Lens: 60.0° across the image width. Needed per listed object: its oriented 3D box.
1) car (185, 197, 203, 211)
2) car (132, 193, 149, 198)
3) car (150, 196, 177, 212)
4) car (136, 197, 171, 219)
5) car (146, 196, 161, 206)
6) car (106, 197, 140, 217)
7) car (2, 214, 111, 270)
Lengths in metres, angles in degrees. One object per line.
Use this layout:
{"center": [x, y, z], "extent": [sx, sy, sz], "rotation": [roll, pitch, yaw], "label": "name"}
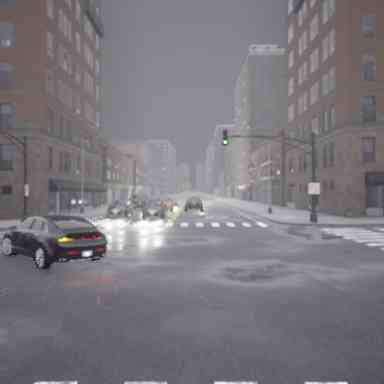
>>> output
{"center": [0.219, 1.322, 39.397], "extent": [2.097, 1.767, 4.553], "rotation": [0, 0, 0], "label": "car"}
{"center": [-6.439, 1.196, 41.169], "extent": [2.150, 2.045, 5.566], "rotation": [0, 0, 1], "label": "car"}
{"center": [-3.213, 1.327, 38.440], "extent": [2.097, 1.767, 4.553], "rotation": [0, 0, 0], "label": "car"}
{"center": [-3.241, 1.476, 29.266], "extent": [2.128, 1.511, 4.902], "rotation": [0, 0, 0], "label": "car"}
{"center": [-6.340, 1.462, 55.224], "extent": [1.837, 1.490, 4.892], "rotation": [0, 0, 1], "label": "car"}
{"center": [-6.508, 1.478, 30.669], "extent": [2.128, 1.511, 4.902], "rotation": [0, 0, 0], "label": "car"}
{"center": [-4.735, 1.515, 11.193], "extent": [4.892, 1.490, 1.837], "rotation": [0, -2, 44], "label": "car"}
